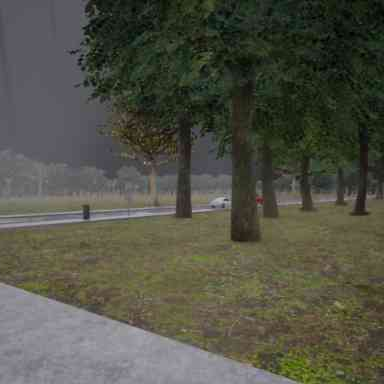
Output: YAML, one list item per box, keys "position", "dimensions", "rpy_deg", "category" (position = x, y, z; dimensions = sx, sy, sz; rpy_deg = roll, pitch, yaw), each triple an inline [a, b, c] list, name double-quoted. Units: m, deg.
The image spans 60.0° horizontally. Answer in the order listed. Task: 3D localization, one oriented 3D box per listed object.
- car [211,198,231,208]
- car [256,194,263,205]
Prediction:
- position: [4.455, 1.574, 47.789]
  dimensions: [1.812, 1.442, 4.674]
  rpy_deg: [0, 0, 36]
  category: "car"
- position: [10.227, 1.273, 55.829]
  dimensions: [2.150, 2.045, 5.566]
  rpy_deg: [0, 0, 36]
  category: "car"
